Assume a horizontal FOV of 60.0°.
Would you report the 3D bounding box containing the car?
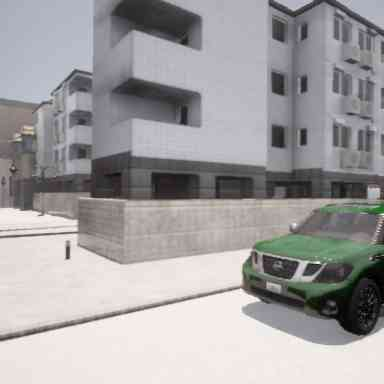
[{"bbox_3d":[3.617,1.280,7.176,5.566,2.045,2.150,1,0,-35],"label":"car"}]
